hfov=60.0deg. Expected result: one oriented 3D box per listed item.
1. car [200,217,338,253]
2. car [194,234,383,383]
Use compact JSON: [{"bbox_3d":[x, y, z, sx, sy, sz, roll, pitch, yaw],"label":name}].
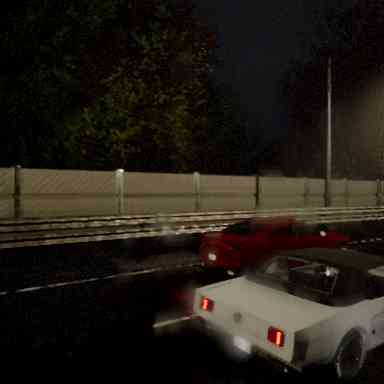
[{"bbox_3d":[2.566,1.475,9.629,5.008,1.535,1.882,0,0,-34],"label":"car"},{"bbox_3d":[2.454,1.598,5.363,4.718,1.301,1.895,0,0,-34],"label":"car"}]
